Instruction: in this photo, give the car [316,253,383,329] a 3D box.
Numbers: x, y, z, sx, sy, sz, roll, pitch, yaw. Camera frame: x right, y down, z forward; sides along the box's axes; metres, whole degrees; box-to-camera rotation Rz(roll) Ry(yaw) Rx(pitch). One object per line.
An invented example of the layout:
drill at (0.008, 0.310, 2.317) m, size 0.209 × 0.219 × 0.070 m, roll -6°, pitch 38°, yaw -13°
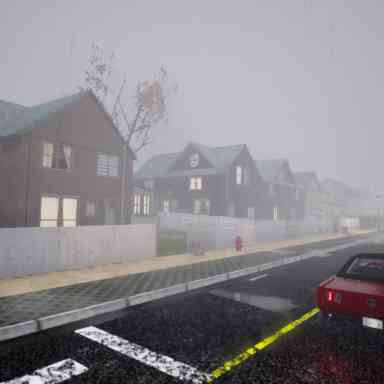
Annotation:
car at (4.393, 1.989, 7.200) m, size 1.895 × 1.301 × 4.718 m, roll -1°, pitch -4°, yaw 39°
